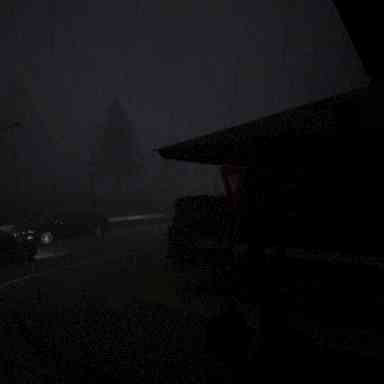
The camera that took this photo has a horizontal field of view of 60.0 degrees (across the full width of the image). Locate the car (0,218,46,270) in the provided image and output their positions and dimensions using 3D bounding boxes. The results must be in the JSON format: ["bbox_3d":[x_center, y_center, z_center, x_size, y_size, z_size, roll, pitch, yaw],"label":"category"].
[{"bbox_3d":[-6.211,1.673,9.224,2.033,1.411,5.357,0,-1,-3],"label":"car"}]

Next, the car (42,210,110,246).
[{"bbox_3d":[-6.396,1.692,16.666,1.837,1.490,4.892,0,0,35],"label":"car"}]
